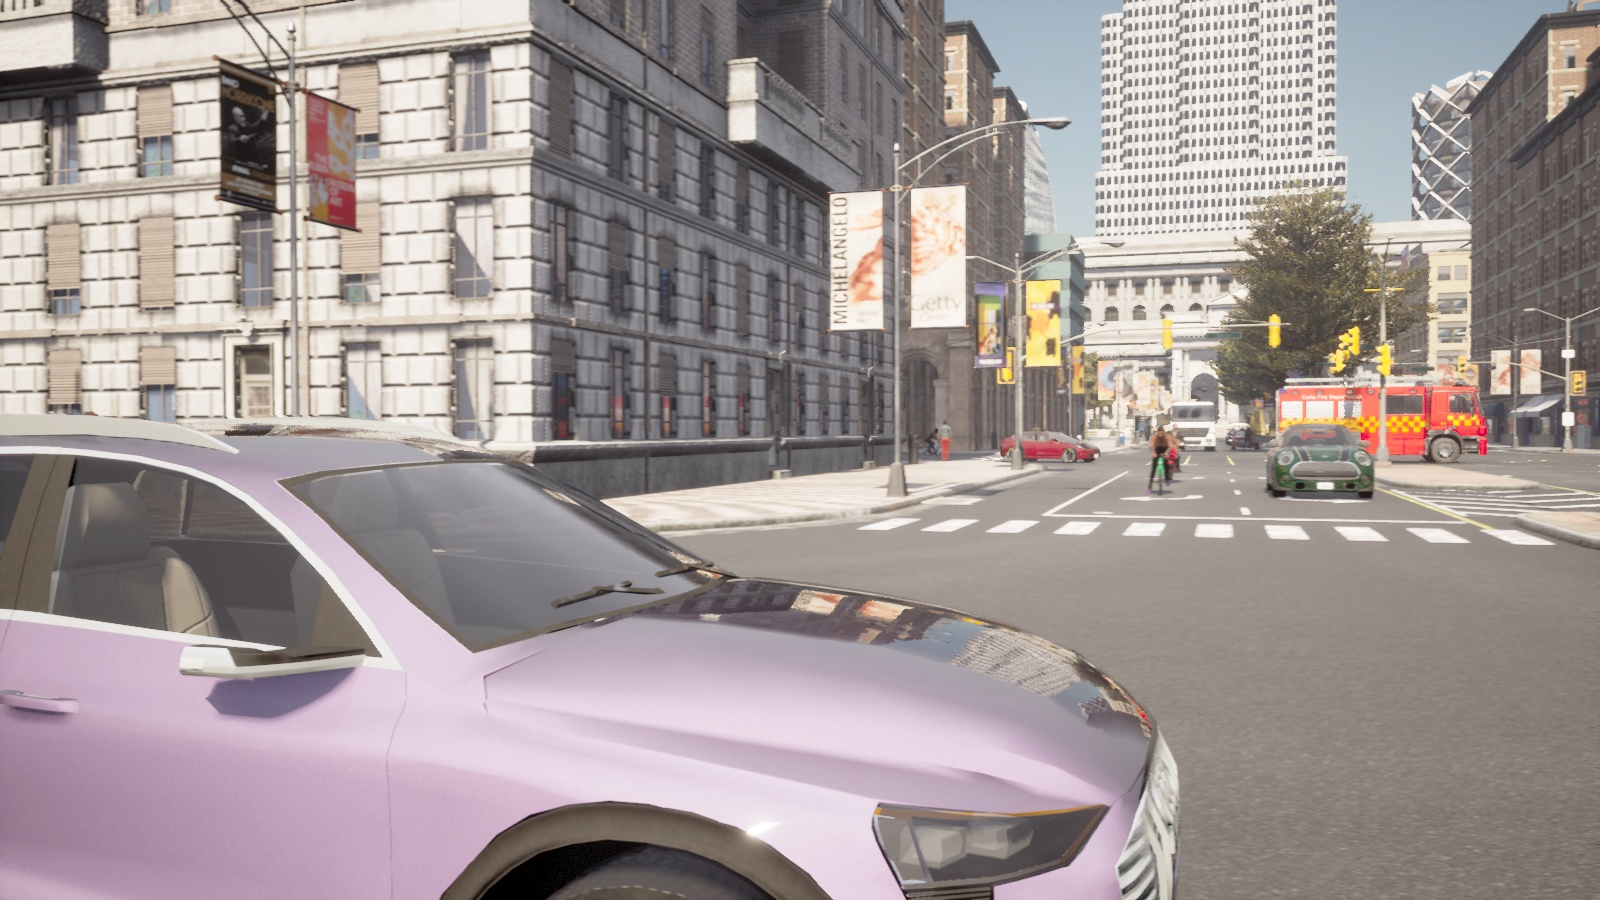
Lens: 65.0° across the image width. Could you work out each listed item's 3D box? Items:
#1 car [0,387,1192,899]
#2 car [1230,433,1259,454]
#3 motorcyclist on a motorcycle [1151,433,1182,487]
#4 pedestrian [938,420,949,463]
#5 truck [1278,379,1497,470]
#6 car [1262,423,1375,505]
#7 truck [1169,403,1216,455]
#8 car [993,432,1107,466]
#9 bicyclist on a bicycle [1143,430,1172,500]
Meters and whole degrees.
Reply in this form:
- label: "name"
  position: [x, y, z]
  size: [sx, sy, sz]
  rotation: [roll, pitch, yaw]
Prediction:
- label: "car"
  position: [-1.428, 0.692, 3.672]
  size: [4.856, 1.649, 2.033]
  rotation: [1, 1, 19]
- label: "car"
  position: [32.406, -0.493, 91.650]
  size: [1.812, 1.442, 4.674]
  rotation: [1, 1, 18]
- label: "motorcyclist on a motorcycle"
  position: [10.607, 0.268, 36.285]
  size: [0.797, 1.523, 2.044]
  rotation: [1, 1, 18]
- label: "pedestrian"
  position: [6.345, -0.381, 55.425]
  size: [0.353, 1.847, 0.614]
  rotation: [0, 1, 16]
- label: "truck"
  position: [25.919, -1.136, 55.890]
  size: [8.468, 3.827, 2.891]
  rotation: [1, 1, 18]
- label: "car"
  position: [12.074, 0.258, 29.509]
  size: [2.097, 1.767, 4.553]
  rotation: [1, 1, 18]
- label: "truck"
  position: [27.333, -1.450, 87.274]
  size: [2.891, 3.462, 7.936]
  rotation: [1, 1, 19]
- label: "car"
  position: [11.619, -0.068, 58.585]
  size: [4.792, 1.488, 2.163]
  rotation: [1, 1, 42]
- label: "bicyclist on a bicycle"
  position: [8.484, 0.334, 29.794]
  size: [0.582, 1.620, 1.656]
  rotation: [1, 1, 18]
